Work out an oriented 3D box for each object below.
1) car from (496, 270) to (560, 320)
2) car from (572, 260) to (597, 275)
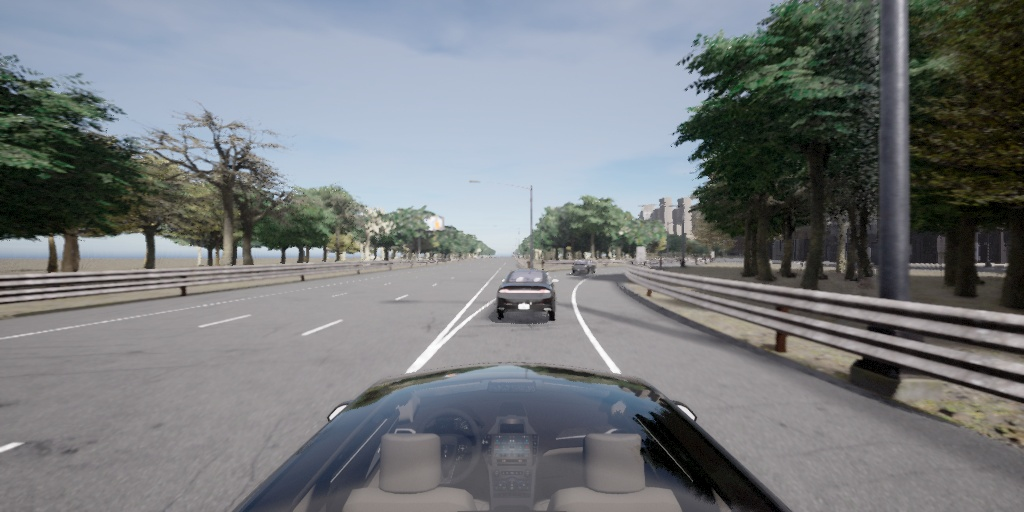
[{"bbox_3d":[0.619,1.231,12.629,2.128,1.511,4.902,0,0,7],"label":"car"},{"bbox_3d":[7.797,1.203,38.512,2.128,1.511,4.902,0,0,25],"label":"car"}]
